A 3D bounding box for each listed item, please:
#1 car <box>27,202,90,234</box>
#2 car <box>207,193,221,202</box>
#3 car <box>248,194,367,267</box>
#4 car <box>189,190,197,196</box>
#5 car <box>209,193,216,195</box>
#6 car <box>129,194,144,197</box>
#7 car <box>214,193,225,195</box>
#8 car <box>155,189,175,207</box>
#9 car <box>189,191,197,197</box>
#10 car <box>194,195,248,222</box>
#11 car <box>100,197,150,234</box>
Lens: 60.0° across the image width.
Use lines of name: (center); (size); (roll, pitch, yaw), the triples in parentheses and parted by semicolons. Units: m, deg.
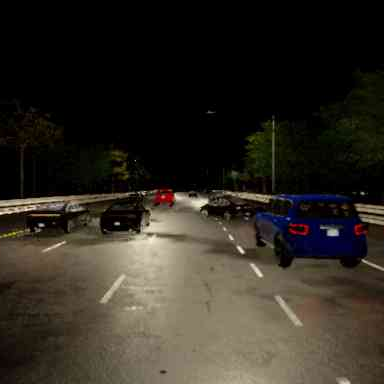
car: (-6.887, 1.260, 17.677); (2.128, 1.511, 4.902); (0, 1, 0)
car: (3.619, 0.833, 54.898); (2.033, 1.411, 5.357); (0, 1, 0)
car: (3.505, 1.078, 10.952); (2.150, 2.045, 5.566); (0, 1, 0)
car: (0.228, 0.340, 90.757); (2.128, 1.511, 4.902); (0, 1, 0)
car: (3.586, 0.922, 43.899); (2.128, 1.511, 4.902); (0, 1, 0)
car: (-6.825, 0.970, 41.110); (1.837, 1.490, 4.892); (0, 1, 0)
car: (3.553, 1.136, 32.900); (1.994, 1.385, 4.181); (0, 1, 0)
car: (-3.326, 0.688, 41.021); (2.150, 2.045, 5.566); (0, 1, 0)
car: (0.195, 0.509, 79.980); (1.994, 1.385, 4.181); (0, 1, 0)
car: (2.411, 1.186, 23.470); (2.128, 1.511, 4.902); (0, 1, -29)
car: (-3.387, 1.248, 17.552); (1.882, 1.535, 5.008); (0, 1, 0)
